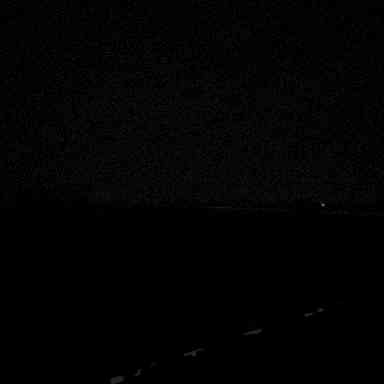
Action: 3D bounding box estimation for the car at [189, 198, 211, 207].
[{"bbox_3d":[1.417,1.813,58.077,2.128,1.511,4.902,1,-1,-35],"label":"car"}]

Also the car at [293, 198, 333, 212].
[{"bbox_3d":[14.386,1.463,39.735,2.097,1.767,4.553,1,-1,-35],"label":"car"}]
